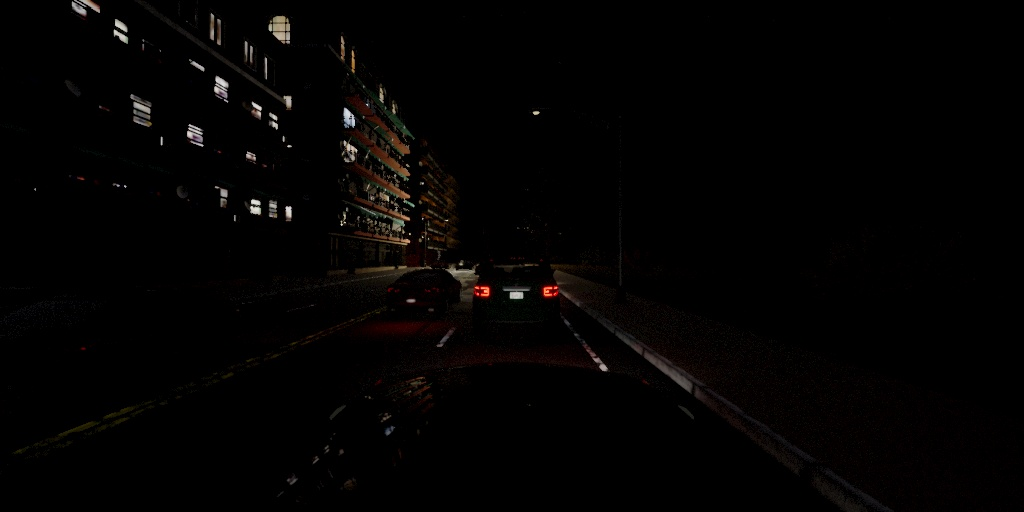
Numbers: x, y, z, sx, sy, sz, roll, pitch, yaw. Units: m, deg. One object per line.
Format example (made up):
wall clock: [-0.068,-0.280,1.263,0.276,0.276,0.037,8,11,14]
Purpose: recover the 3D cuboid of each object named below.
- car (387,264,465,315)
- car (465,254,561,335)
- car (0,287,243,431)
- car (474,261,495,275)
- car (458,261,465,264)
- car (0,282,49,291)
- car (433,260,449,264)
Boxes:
car: [-3.121,1.229,13.583,1.882,1.535,5.008,0,0,0]
car: [0.116,0.973,10.687,2.150,2.045,5.566,0,0,0]
car: [-6.593,1.276,5.712,1.812,1.442,4.674,0,0,0]
car: [-3.054,1.315,40.351,1.994,1.385,4.181,0,0,0]
car: [-6.479,1.315,48.955,1.994,1.385,4.181,0,0,0]
car: [-9.841,1.242,6.004,2.128,1.511,4.902,0,0,0]
car: [-9.719,1.276,48.806,1.812,1.442,4.674,0,0,0]
